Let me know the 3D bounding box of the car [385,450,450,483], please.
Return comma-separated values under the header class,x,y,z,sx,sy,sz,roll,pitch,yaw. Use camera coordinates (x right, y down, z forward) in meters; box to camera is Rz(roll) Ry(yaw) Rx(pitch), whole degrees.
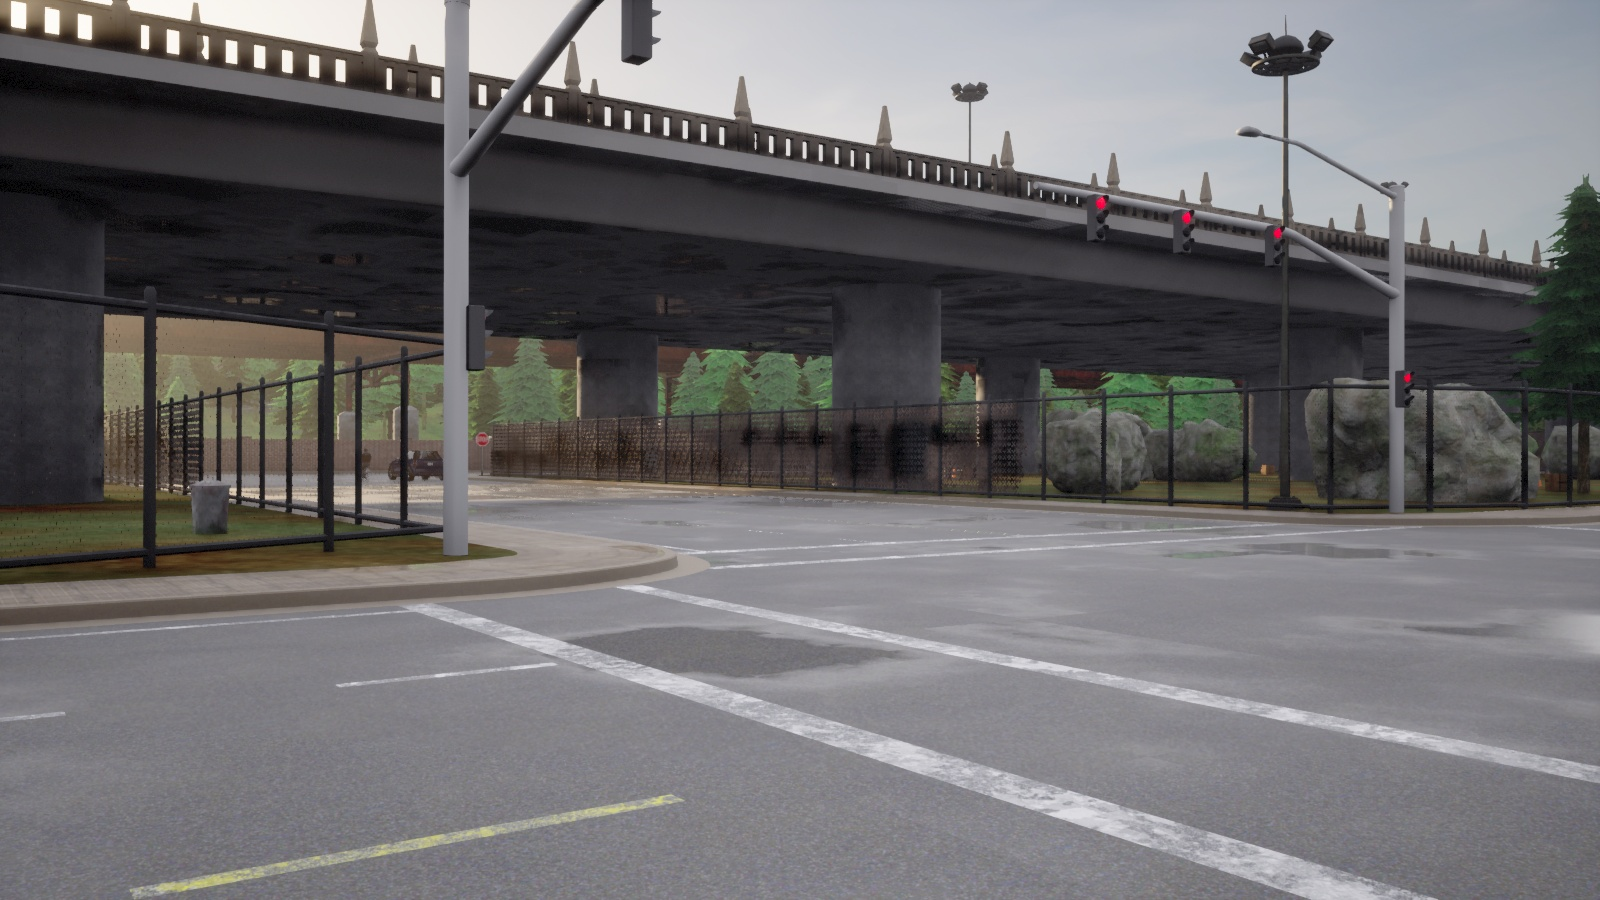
class,x,y,z,sx,sy,sz,roll,pitch,yaw
car,-21.011,0.872,68.921,2.097,1.767,4.553,0,0,-35
